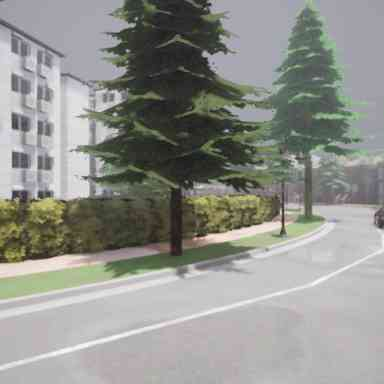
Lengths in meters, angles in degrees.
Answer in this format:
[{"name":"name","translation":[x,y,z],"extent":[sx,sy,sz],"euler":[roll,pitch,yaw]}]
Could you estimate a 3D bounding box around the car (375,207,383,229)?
[{"name":"car","translation":[12.744,1.561,20.933],"extent":[1.994,1.385,4.181],"euler":[0,0,24]}]
